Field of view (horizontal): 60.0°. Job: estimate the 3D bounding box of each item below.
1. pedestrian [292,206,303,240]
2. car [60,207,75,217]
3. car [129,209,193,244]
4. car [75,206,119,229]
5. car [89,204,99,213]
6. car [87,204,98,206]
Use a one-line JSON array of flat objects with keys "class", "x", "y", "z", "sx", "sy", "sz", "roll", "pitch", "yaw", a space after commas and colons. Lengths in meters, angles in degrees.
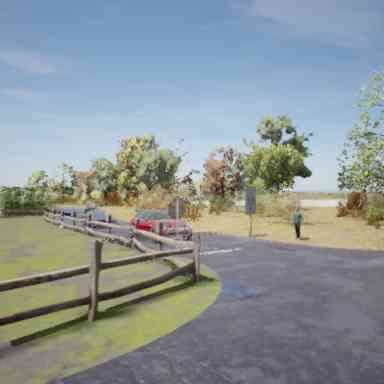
[{"class": "pedestrian", "x": 5.751, "y": 1.674, "z": 18.097, "sx": 0.375, "sy": 1.860, "sz": 0.375, "roll": -1, "pitch": 0, "yaw": -34}, {"class": "car", "x": -15.702, "y": 2.560, "z": 42.488, "sx": 2.033, "sy": 1.411, "sz": 5.357, "roll": 0, "pitch": -1, "yaw": -21}, {"class": "car", "x": -1.839, "y": 1.799, "z": 18.760, "sx": 2.097, "sy": 1.767, "sz": 4.553, "roll": 0, "pitch": -1, "yaw": -33}, {"class": "car", "x": -7.895, "y": 2.220, "z": 28.007, "sx": 2.033, "sy": 1.411, "sz": 5.357, "roll": 0, "pitch": -1, "yaw": -33}, {"class": "car", "x": -17.800, "y": 2.920, "z": 60.405, "sx": 1.812, "sy": 1.442, "sz": 4.674, "roll": 0, "pitch": -1, "yaw": -17}, {"class": "car", "x": -15.122, "y": 2.529, "z": 50.536, "sx": 2.097, "sy": 1.767, "sz": 4.553, "roll": 0, "pitch": -1, "yaw": -15}]
